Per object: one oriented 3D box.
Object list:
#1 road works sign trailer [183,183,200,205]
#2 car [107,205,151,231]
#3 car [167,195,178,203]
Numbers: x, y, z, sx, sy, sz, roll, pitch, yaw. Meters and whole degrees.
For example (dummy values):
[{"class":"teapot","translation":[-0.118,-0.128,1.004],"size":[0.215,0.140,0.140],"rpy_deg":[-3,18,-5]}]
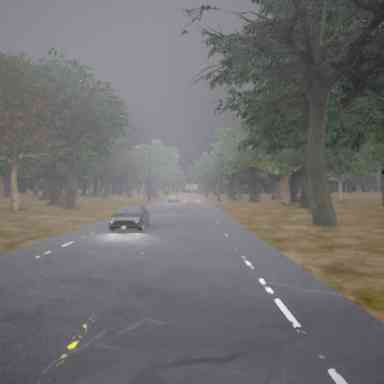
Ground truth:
[{"class":"road works sign trailer","translation":[-0.022,0.315,53.815],"size":[2.380,3.560,2.880],"rpy_deg":[0,0,0]},{"class":"car","translation":[-3.602,1.487,20.165],"size":[2.033,1.411,5.357],"rpy_deg":[0,0,0]},{"class":"car","translation":[-3.529,1.357,62.598],"size":[1.812,1.442,4.674],"rpy_deg":[0,0,0]}]
